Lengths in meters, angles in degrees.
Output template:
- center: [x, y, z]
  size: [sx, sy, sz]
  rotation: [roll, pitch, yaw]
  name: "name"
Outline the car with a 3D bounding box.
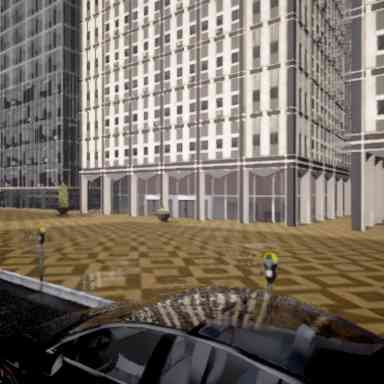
- center: [-0.048, 1.560, 2.912]
  size: [4.313, 1.339, 1.947]
  rotation: [0, 0, 36]
  name: "car"
